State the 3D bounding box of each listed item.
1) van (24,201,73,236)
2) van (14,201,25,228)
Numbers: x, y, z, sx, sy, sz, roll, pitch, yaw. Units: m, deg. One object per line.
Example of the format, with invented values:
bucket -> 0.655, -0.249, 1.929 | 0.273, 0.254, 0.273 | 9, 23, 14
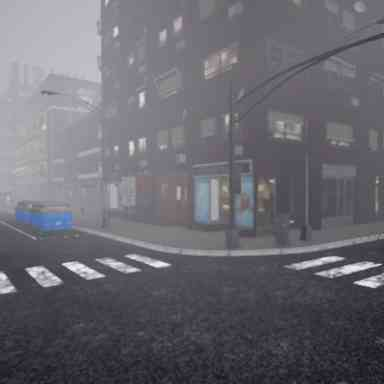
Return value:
van -> -8.215, 1.461, 19.232 | 1.690, 1.788, 3.998 | -2, 1, -36
van -> -11.475, 1.518, 23.710 | 1.690, 1.788, 3.998 | -2, 1, -36
